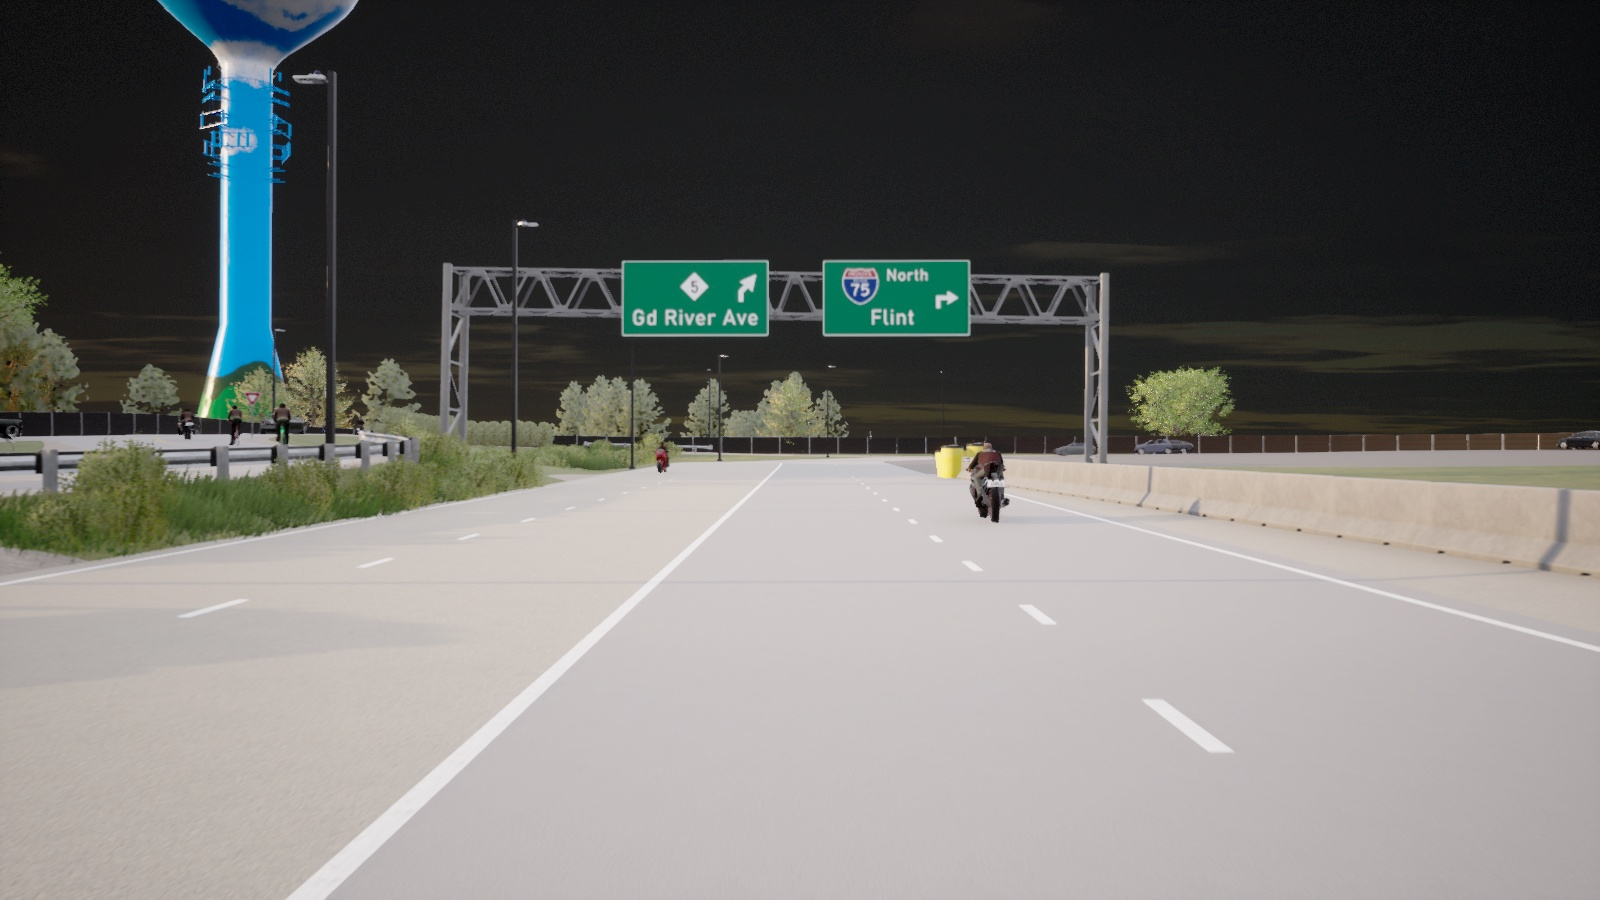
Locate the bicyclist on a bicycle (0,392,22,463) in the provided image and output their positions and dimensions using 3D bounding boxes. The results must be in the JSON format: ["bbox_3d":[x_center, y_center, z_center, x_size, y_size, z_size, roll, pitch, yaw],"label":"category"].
[{"bbox_3d":[-20.749,-0.542,31.598,1.843,1.776,0.659,-2,1,-19],"label":"bicyclist on a bicycle"}]

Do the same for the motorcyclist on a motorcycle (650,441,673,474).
[{"bbox_3d":[-6.549,0.343,59.570,0.797,1.523,2.044,0,0,3],"label":"motorcyclist on a motorcycle"}]

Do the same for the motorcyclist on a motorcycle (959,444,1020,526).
[{"bbox_3d":[3.657,0.644,24.427,0.866,1.530,2.191,0,0,0],"label":"motorcyclist on a motorcycle"}]

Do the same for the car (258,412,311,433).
[{"bbox_3d":[-36.075,-1.926,87.953,1.970,1.475,3.806,0,1,2],"label":"car"}]

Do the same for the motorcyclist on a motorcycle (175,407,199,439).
[{"bbox_3d":[-29.130,-1.283,59.642,0.797,1.523,2.044,0,1,-32],"label":"motorcyclist on a motorcycle"}]

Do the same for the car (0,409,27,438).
[{"bbox_3d":[-36.585,-1.162,55.270,1.895,1.301,4.718,0,2,6],"label":"car"}]
